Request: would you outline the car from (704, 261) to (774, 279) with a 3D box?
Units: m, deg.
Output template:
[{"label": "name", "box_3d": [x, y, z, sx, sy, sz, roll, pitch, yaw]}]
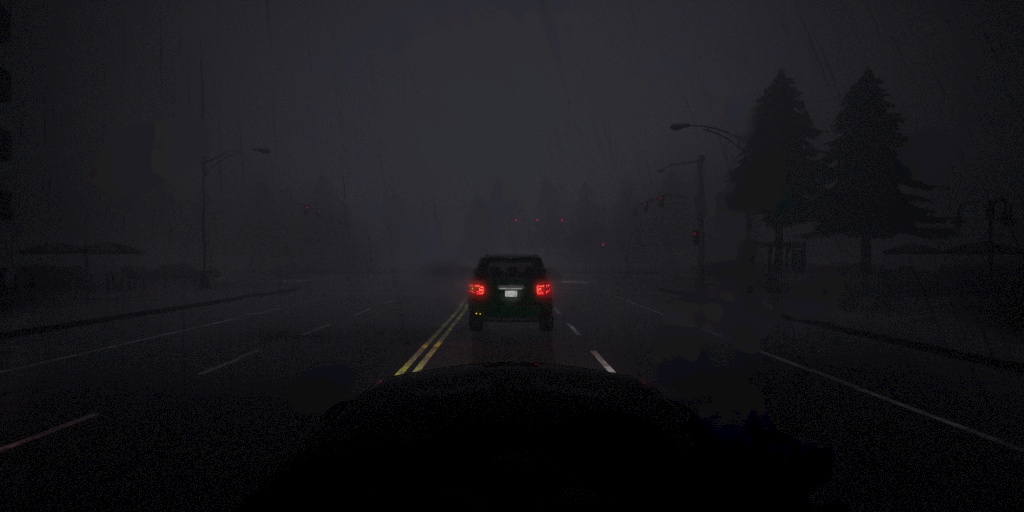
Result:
[{"label": "car", "box_3d": [19.313, 1.199, 30.983, 4.892, 1.490, 1.837, 0, 0, -1]}]

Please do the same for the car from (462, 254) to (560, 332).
[{"label": "car", "box_3d": [-0.022, 0.971, 11.024, 2.150, 2.045, 5.566, 0, 0, 0]}]

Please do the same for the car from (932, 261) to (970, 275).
[{"label": "car", "box_3d": [42.803, 1.186, 33.619, 4.902, 1.511, 2.128, 0, 0, 13]}]

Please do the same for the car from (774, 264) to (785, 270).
[{"label": "car", "box_3d": [22.940, 1.186, 34.681, 4.902, 1.511, 2.128, 0, 0, 0]}]

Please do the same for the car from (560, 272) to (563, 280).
[{"label": "car", "box_3d": [1.739, 1.296, 27.326, 4.181, 1.385, 1.994, 0, 0, -1]}]

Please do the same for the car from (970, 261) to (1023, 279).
[{"label": "car", "box_3d": [42.497, 1.199, 29.982, 4.892, 1.490, 1.837, 0, -1, 11]}]

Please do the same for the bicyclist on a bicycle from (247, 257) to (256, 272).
[{"label": "bicyclist on a bicycle", "box_3d": [-30.106, 0.995, 41.533, 0.582, 1.620, 1.656, 0, 0, -1]}]

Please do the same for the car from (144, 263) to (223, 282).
[{"label": "car", "box_3d": [-24.864, 1.295, 27.087, 4.718, 1.301, 1.895, 0, 0, -1]}]

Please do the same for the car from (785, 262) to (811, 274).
[{"label": "car", "box_3d": [30.596, 1.295, 38.184, 4.718, 1.301, 1.895, 0, 0, 1]}]

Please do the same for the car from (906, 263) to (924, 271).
[{"label": "car", "box_3d": [39.727, 1.295, 37.662, 4.718, 1.301, 1.895, 0, 0, 7]}]

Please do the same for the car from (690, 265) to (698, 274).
[{"label": "car", "box_3d": [21.491, 1.220, 38.176, 4.674, 1.442, 1.812, 0, 0, 0]}]

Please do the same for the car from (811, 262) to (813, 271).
[{"label": "car", "box_3d": [32.691, 1.242, 34.680, 5.357, 1.411, 2.033, 0, 0, 1]}]

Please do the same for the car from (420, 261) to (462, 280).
[{"label": "car", "box_3d": [-5.271, 1.198, 30.763, 5.008, 1.535, 1.882, 0, 0, -1]}]

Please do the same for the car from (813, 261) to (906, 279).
[{"label": "car", "box_3d": [26.581, 1.172, 27.546, 5.008, 1.535, 1.882, 0, 0, 0]}]
